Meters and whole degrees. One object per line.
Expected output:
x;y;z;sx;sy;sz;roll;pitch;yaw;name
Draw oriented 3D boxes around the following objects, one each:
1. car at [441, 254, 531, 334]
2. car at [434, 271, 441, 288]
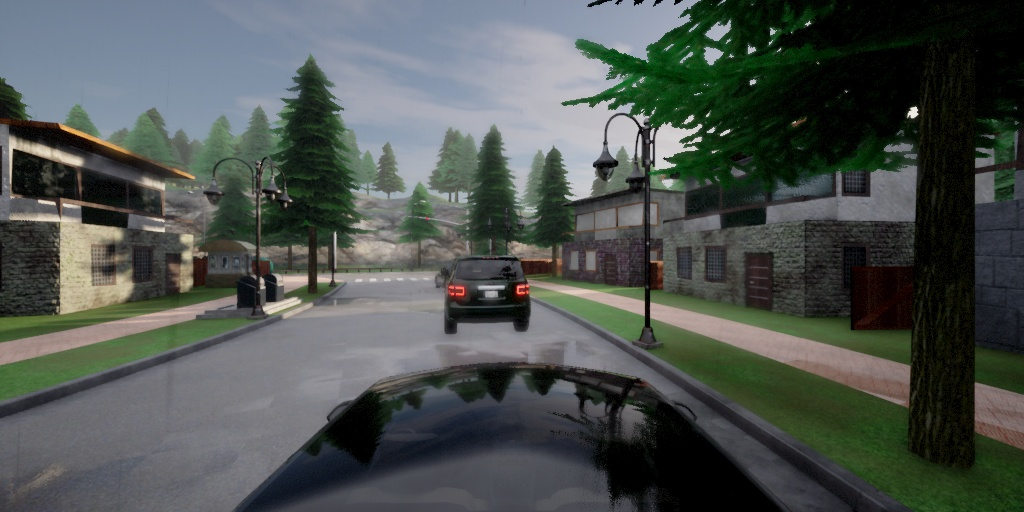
-0.936;0.971;10.865;2.150;2.045;5.566;0;0;-10;car
-3.322;1.297;21.069;2.033;1.411;5.357;0;0;-21;car
